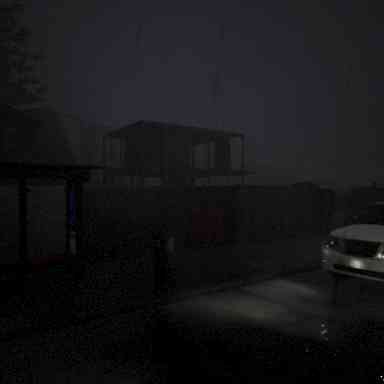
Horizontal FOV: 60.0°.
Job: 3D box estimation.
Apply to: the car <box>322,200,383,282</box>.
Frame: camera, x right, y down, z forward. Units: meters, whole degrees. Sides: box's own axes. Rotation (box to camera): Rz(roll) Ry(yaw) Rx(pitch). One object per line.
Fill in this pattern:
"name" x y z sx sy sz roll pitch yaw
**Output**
"car" 5.780 1.192 8.694 5.566 2.045 2.150 0 0 -35
